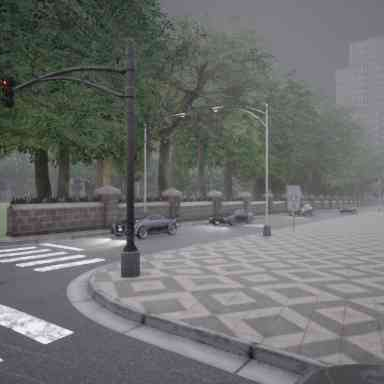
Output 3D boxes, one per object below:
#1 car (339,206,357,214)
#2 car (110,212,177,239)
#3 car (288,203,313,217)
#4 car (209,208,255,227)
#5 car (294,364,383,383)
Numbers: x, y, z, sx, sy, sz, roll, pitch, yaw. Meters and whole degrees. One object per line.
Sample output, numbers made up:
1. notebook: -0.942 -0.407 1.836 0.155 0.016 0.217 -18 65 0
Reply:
1. car: 25.182 2.845 53.464 1.895 1.301 4.718 0 -1 36
2. car: -2.730 1.888 19.525 1.994 1.385 4.181 0 -1 35
3. car: 14.244 2.288 43.435 2.097 1.767 4.553 0 -1 36
4. car: 3.514 2.094 28.349 2.033 1.411 5.357 0 -1 35
5. car: 2.402 1.551 1.248 4.403 1.369 2.008 0 0 36
